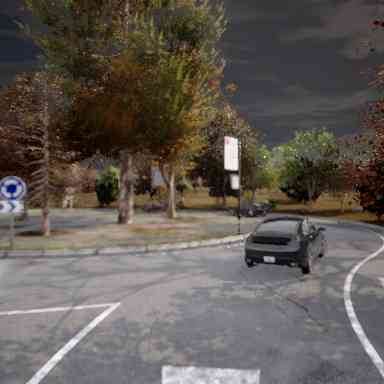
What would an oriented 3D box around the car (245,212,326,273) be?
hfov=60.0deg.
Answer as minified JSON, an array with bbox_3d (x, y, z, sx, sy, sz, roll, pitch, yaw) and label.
[{"bbox_3d":[3.258,1.588,11.193,1.837,1.490,4.892,-1,-1,28],"label":"car"}]

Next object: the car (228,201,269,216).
[{"bbox_3d":[5.819,1.761,34.868,1.837,1.490,4.892,1,-1,-34],"label":"car"}]

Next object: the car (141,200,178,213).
[{"bbox_3d":[-4.058,1.771,41.245,4.674,1.442,1.812,1,0,12],"label":"car"}]
